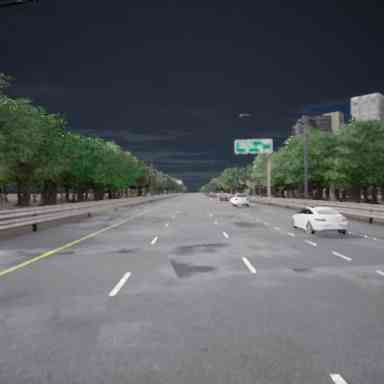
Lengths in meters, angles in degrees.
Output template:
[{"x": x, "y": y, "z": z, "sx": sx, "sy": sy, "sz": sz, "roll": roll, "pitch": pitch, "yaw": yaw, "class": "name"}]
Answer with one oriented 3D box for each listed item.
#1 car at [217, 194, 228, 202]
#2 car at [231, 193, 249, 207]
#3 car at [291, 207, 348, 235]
[{"x": 7.280, "y": 1.479, "z": 77.020, "sx": 1.812, "sy": 1.442, "sz": 4.674, "roll": 0, "pitch": 0, "yaw": 0, "class": "car"}, {"x": 7.142, "y": 1.205, "z": 49.947, "sx": 2.150, "sy": 2.045, "sz": 5.566, "roll": 0, "pitch": 0, "yaw": 0, "class": "car"}, {"x": 7.022, "y": 1.536, "z": 18.626, "sx": 1.812, "sy": 1.442, "sz": 4.674, "roll": 0, "pitch": 0, "yaw": 0, "class": "car"}]
